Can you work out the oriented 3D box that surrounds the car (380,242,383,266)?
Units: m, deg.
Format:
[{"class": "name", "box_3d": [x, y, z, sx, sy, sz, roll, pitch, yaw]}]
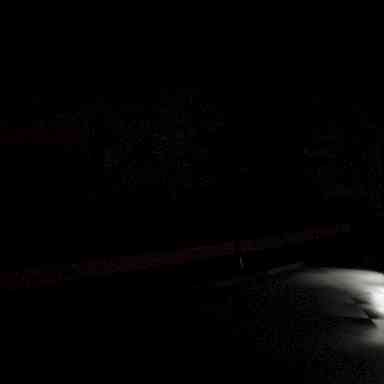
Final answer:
[{"class": "car", "box_3d": [7.675, 1.581, 10.668, 4.674, 1.442, 1.812, 0, 0, -43]}]
